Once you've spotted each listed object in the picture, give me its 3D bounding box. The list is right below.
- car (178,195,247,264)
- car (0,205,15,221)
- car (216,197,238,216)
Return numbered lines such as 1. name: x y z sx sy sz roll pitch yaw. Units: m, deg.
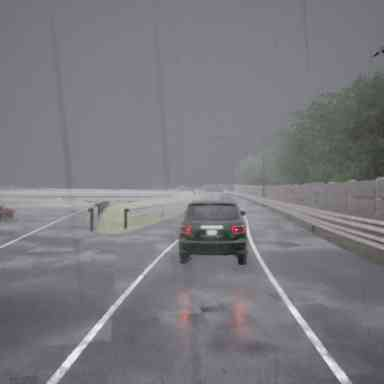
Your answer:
1. car: 0.819 1.287 12.327 2.150 2.045 5.566 -1 0 5
2. car: -16.599 1.769 28.223 1.895 1.301 4.718 0 -1 -13
3. car: 3.781 1.479 35.593 2.097 1.767 4.553 0 0 7
